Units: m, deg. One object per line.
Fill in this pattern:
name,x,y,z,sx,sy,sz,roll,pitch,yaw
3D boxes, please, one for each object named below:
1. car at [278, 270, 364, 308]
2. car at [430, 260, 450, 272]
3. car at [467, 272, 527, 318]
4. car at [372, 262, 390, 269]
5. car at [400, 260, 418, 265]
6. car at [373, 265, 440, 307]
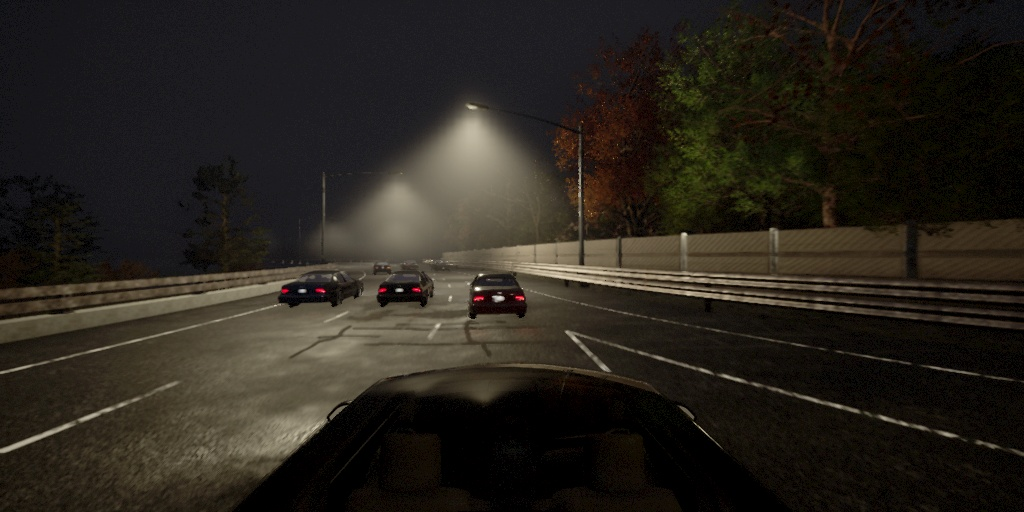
car,-7.999,1.327,15.543,2.033,1.411,5.357,0,0,-8
car,-9.179,1.275,45.401,2.128,1.511,4.902,0,0,-23
car,-0.644,1.300,13.048,2.033,1.411,5.357,0,0,-6
car,-15.286,1.354,42.077,2.033,1.411,5.357,0,0,-23
car,-13.107,1.290,45.683,2.128,1.511,4.902,0,0,-23
car,-4.502,1.314,15.707,2.033,1.411,5.357,0,0,-8
